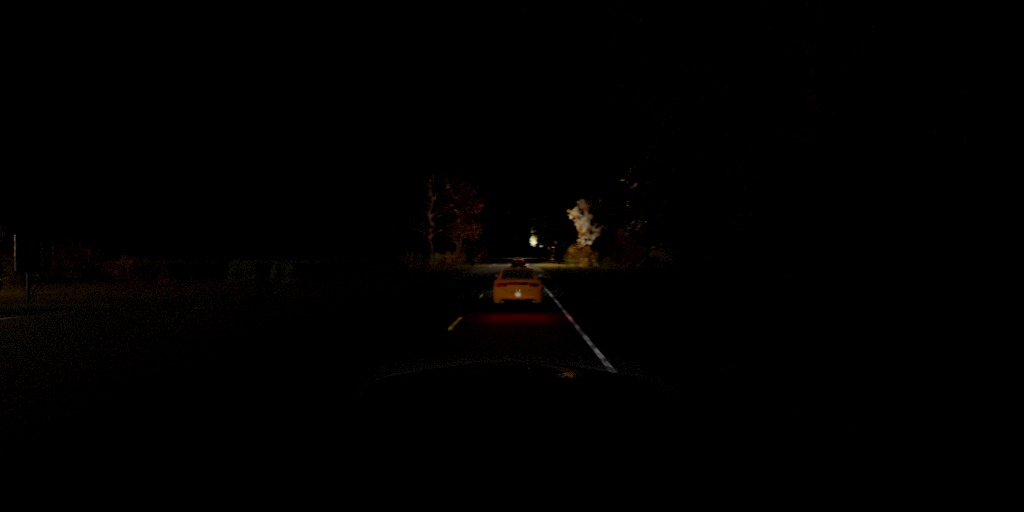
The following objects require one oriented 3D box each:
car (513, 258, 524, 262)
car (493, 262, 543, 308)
[{"bbox_3d":[0.862,1.252,44.270,1.994,1.385,4.181,-1,0,1],"label":"car"},{"bbox_3d":[0.265,1.207,15.214,1.882,1.535,5.008,0,0,1],"label":"car"}]
